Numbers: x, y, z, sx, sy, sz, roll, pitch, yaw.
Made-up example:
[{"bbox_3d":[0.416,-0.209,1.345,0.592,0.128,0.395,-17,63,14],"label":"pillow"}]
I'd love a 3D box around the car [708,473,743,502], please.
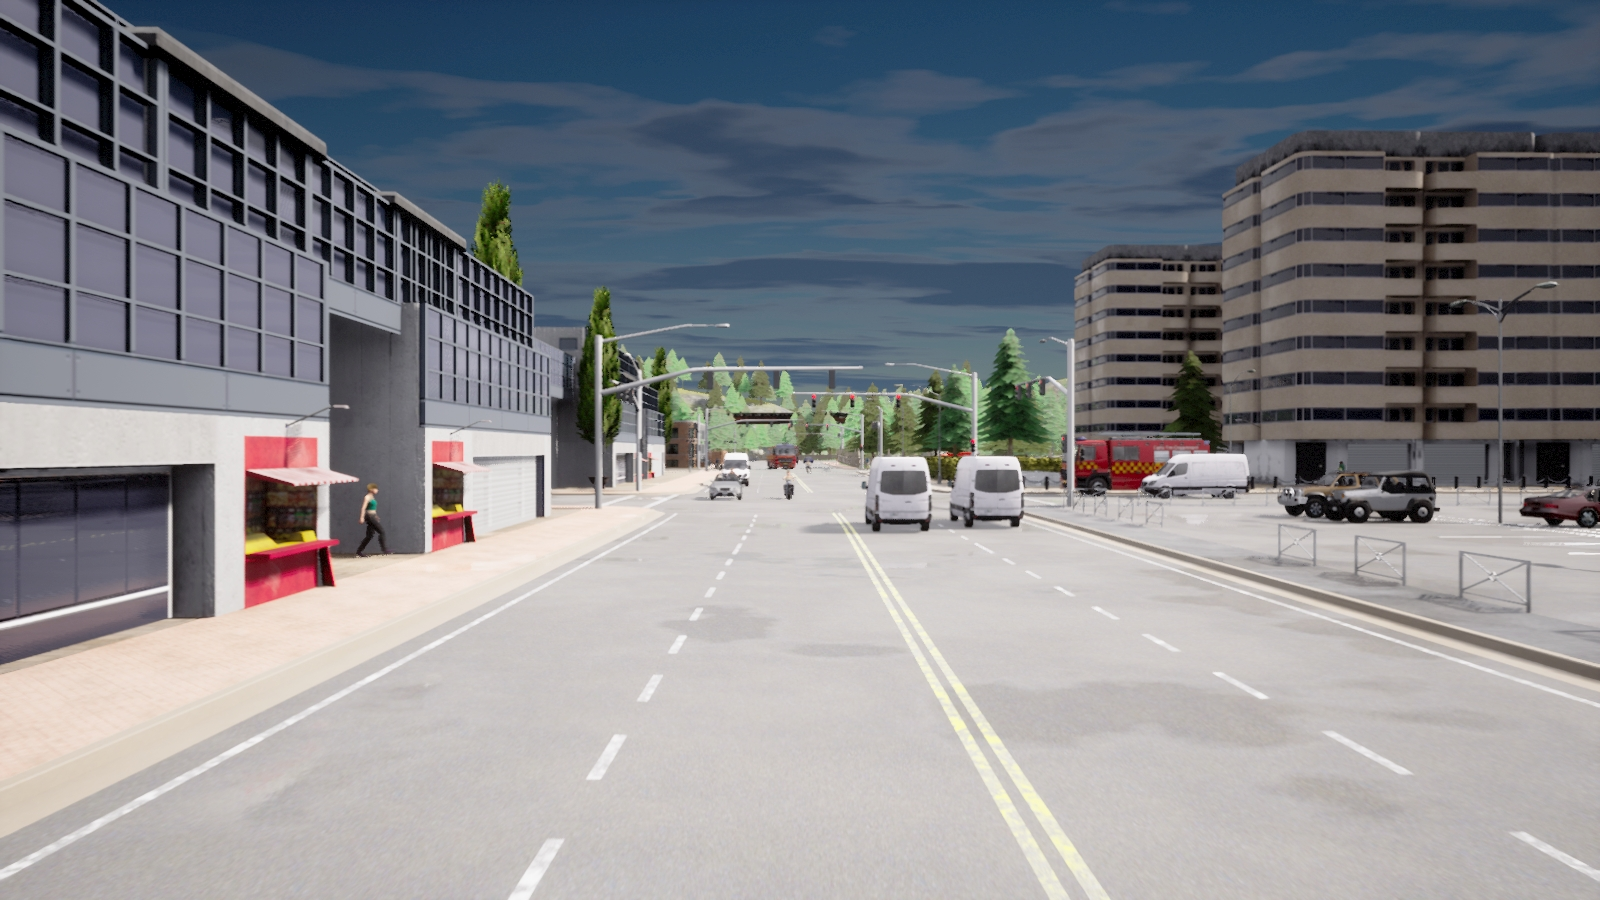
[{"bbox_3d":[-4.122,2.051,63.907,1.816,1.474,4.193,0,0,-2],"label":"car"}]

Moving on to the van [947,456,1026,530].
[{"bbox_3d":[6.939,1.524,43.101,1.988,2.561,5.915,0,0,0],"label":"van"}]

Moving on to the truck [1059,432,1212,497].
[{"bbox_3d":[20.239,0.874,69.223,8.468,3.827,2.891,0,0,-2],"label":"truck"}]

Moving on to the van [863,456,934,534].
[{"bbox_3d":[3.457,1.525,41.057,1.988,2.561,5.915,0,0,0],"label":"van"}]

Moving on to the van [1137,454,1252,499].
[{"bbox_3d":[22.666,1.519,65.794,5.915,2.561,1.988,0,0,-2],"label":"van"}]

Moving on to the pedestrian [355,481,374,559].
[{"bbox_3d":[-10.607,1.692,27.820,0.375,1.860,0.375,0,0,-10],"label":"pedestrian"}]
